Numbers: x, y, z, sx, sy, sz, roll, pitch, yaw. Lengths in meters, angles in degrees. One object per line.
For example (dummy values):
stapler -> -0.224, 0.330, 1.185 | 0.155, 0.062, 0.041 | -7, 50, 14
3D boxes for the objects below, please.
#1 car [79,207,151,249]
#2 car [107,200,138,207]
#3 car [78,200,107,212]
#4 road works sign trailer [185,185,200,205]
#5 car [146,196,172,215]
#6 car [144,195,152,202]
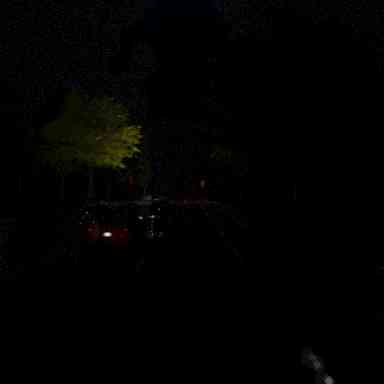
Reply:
car -> -3.147, 1.548, 14.385 | 1.994, 1.385, 4.181 | 0, 0, 0
car -> -6.596, 1.532, 33.423 | 2.033, 1.411, 5.357 | 0, 0, 0
car -> -9.845, 1.533, 33.838 | 2.033, 1.411, 5.357 | 0, 0, 0
road works sign trailer -> 0.009, 0.508, 59.167 | 2.380, 3.560, 2.880 | 0, 0, 0
car -> -3.146, 1.477, 34.311 | 2.128, 1.511, 4.902 | 0, 0, 0
car -> -9.740, 1.514, 75.444 | 2.128, 1.511, 4.902 | 0, 0, 0
